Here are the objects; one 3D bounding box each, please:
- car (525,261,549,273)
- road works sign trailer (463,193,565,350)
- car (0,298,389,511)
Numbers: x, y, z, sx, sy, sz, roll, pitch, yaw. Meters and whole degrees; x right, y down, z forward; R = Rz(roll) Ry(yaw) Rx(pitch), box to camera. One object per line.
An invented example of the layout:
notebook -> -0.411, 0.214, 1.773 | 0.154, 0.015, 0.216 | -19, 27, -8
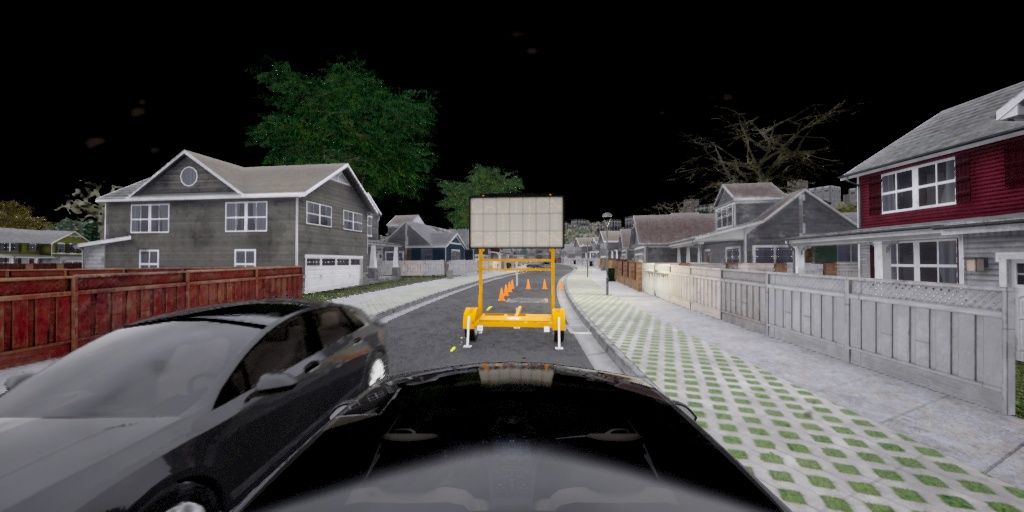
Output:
car -> 2.922, 1.378, 45.018 | 2.033, 1.411, 5.357 | 0, 0, 13
road works sign trailer -> 0.130, 0.219, 9.167 | 2.380, 3.560, 2.880 | 0, 0, 5
car -> -2.738, 1.256, 3.423 | 1.837, 1.490, 4.892 | 0, 0, 1
